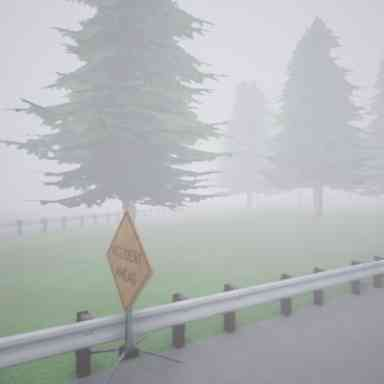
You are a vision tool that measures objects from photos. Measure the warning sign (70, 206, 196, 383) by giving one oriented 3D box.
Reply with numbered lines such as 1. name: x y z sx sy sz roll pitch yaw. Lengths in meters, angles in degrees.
1. warning sign: -0.771 1.133 4.109 1.060 1.860 1.300 1 0 -36
